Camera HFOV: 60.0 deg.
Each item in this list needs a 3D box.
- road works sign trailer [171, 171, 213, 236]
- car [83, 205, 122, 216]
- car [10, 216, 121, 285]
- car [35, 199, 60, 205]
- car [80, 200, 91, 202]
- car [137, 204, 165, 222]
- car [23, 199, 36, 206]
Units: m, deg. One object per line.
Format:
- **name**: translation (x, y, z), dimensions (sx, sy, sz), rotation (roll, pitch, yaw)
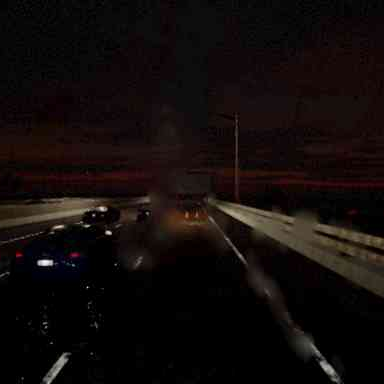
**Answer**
- **road works sign trailer**: translation (0.006, 0.587, 19.378), dimensions (2.380, 3.560, 2.880), rotation (0, 0, 0)
- **car**: translation (-6.890, 1.710, 25.854), dimensions (2.033, 1.411, 5.357), rotation (0, 0, 0)
- **car**: translation (-3.396, 1.627, 9.715), dimensions (1.994, 1.385, 4.181), rotation (0, 0, 0)
- **car**: translation (-21.051, 1.907, 49.780), dimensions (1.895, 1.301, 4.718), rotation (0, 0, 0)
- **car**: translation (-17.534, 1.933, 54.507), dimensions (1.895, 1.301, 4.718), rotation (0, 0, 1)
- **car**: translation (-3.391, 1.723, 27.980), dimensions (2.033, 1.411, 5.357), rotation (0, 0, 0)
- **car**: translation (-24.532, 1.867, 52.315), dimensions (2.033, 1.411, 5.357), rotation (0, 0, 1)
